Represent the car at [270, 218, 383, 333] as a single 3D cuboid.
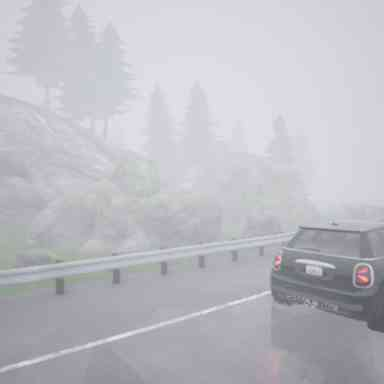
[{"bbox_3d":[3.715,1.372,7.113,4.553,1.767,2.097,0,0,-41],"label":"car"}]
